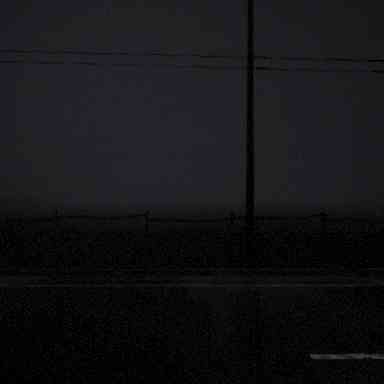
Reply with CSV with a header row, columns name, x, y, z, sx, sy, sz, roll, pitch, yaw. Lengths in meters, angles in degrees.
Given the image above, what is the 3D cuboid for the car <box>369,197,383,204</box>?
name,x,y,z,sx,sy,sz,roll,pitch,yaw
car,39.628,1.701,70.295,2.033,1.411,5.357,0,0,0
